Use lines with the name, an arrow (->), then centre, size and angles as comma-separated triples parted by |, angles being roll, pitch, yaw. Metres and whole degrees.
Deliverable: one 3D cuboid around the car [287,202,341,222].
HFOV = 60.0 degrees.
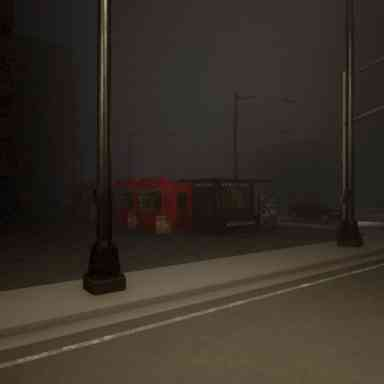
car -> 10.276, 1.615, 27.733 | 1.837, 1.490, 4.892 | 0, -1, -36
